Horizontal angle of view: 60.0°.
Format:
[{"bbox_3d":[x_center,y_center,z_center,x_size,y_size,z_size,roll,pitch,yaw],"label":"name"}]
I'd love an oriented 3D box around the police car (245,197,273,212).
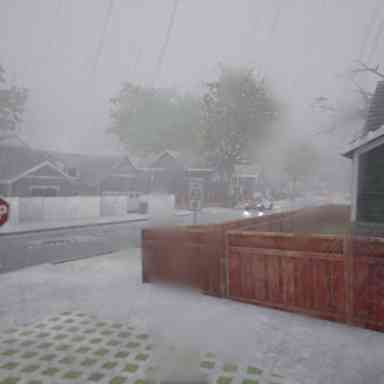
[{"bbox_3d":[7.763,1.382,38.467,2.038,1.542,4.974,3,2,30],"label":"police car"}]
